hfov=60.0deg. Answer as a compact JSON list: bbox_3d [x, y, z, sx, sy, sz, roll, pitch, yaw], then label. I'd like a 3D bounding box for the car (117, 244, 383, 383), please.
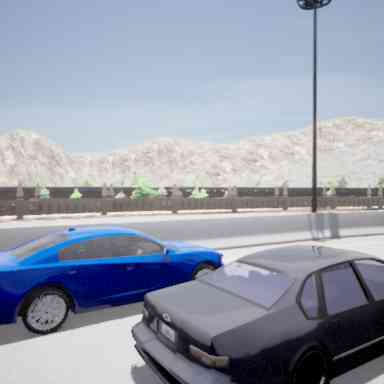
[{"bbox_3d":[1.875,1.526,4.853,5.357,1.411,2.033,0,0,-32],"label":"car"}]

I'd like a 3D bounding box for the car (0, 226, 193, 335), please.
[{"bbox_3d":[-1.564,1.442,6.715,5.008,1.535,1.882,0,0,-34],"label":"car"}]
